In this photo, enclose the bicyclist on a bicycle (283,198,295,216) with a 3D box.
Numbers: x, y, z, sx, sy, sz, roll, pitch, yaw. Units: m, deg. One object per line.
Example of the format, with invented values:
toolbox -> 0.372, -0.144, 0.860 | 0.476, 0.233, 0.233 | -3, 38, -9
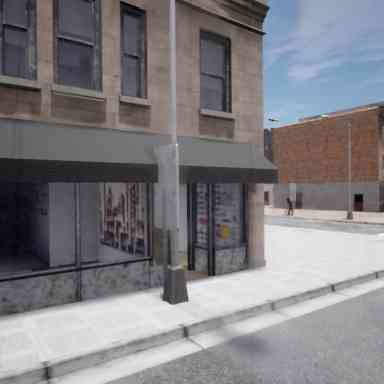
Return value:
bicyclist on a bicycle -> 8.925, 1.372, 30.633 | 1.656, 1.620, 0.582 | -1, 1, -35
